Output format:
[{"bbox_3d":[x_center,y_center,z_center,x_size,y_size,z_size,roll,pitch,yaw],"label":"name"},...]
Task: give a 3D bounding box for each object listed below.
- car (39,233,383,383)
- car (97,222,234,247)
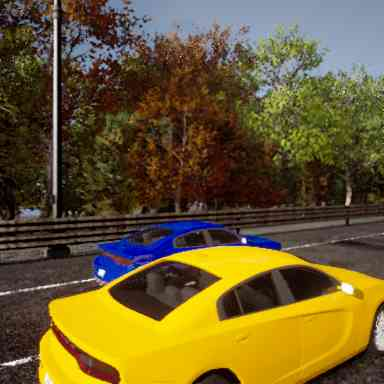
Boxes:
[{"bbox_3d":[0.772,1.475,4.334,5.008,1.535,1.882,0,0,-36],"label":"car"},{"bbox_3d":[0.155,1.474,8.200,5.008,1.535,1.882,0,0,-36],"label":"car"}]
